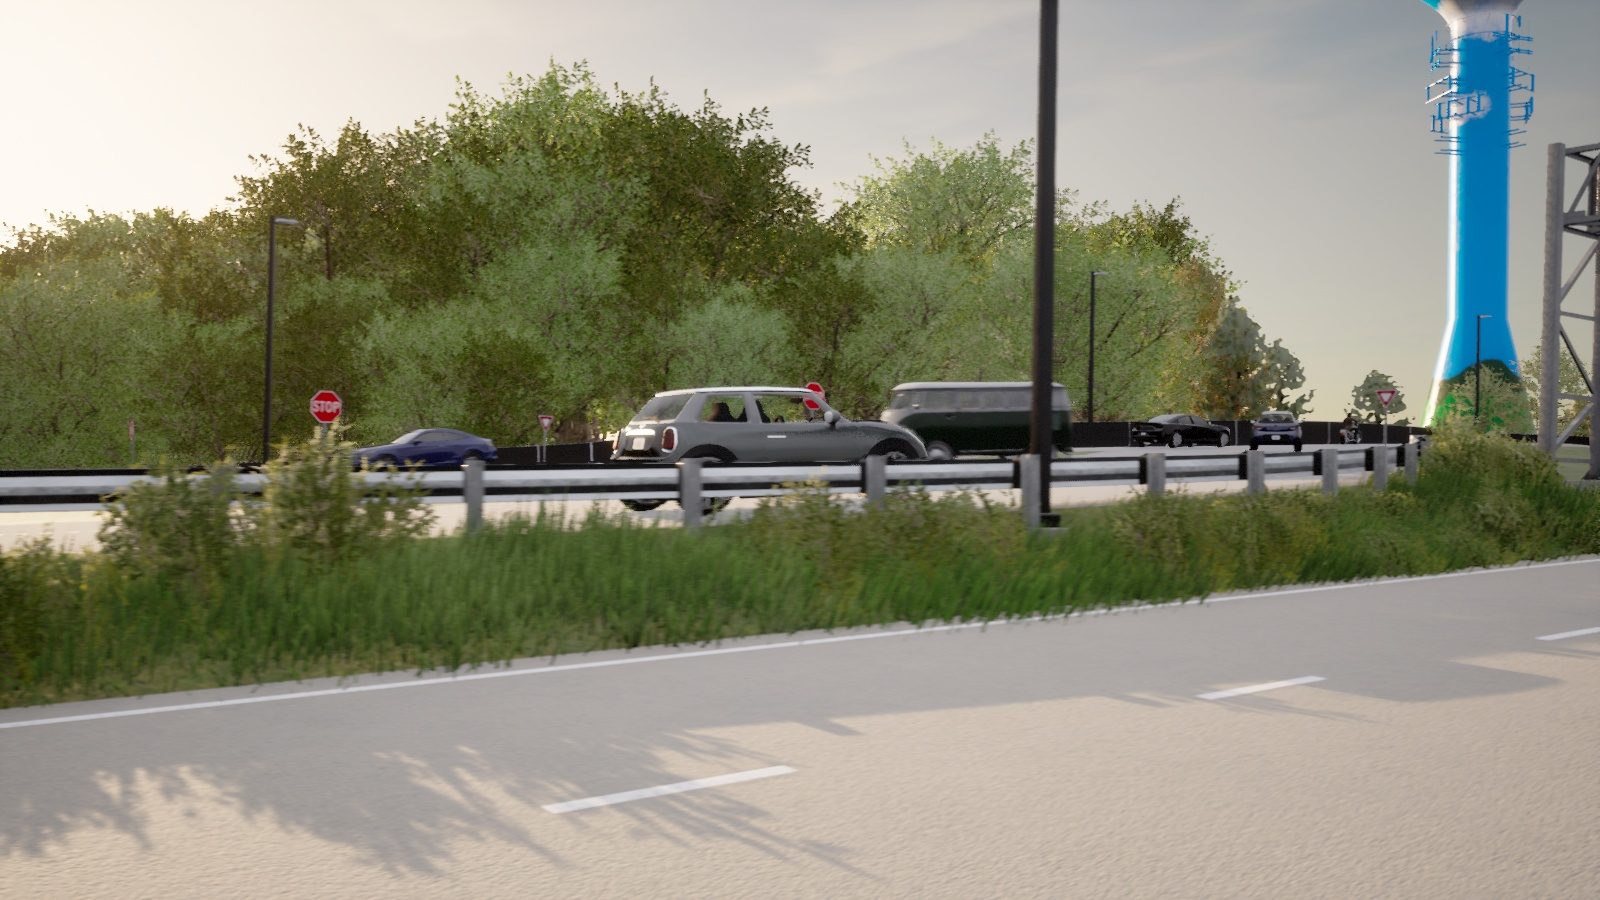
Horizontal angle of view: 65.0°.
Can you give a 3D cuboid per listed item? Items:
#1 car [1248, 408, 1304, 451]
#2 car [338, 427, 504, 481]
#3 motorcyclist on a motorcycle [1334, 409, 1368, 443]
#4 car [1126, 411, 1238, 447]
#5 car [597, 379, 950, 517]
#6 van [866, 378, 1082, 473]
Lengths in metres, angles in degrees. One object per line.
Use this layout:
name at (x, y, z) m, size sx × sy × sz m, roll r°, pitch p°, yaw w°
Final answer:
car at (17.298, -0.742, 45.647) m, size 1.816 × 1.474 × 4.193 m, roll 0°, pitch 1°, yaw 21°
car at (-12.024, 0.104, 40.037) m, size 4.674 × 1.442 × 1.812 m, roll -3°, pitch 2°, yaw -39°
motorcyclist on a motorcycle at (27.202, -1.161, 61.981) m, size 0.766 × 1.649 × 2.350 m, roll 0°, pitch 1°, yaw 43°
car at (16.865, -0.930, 55.351) m, size 5.008 × 1.535 × 1.882 m, roll -1°, pitch 2°, yaw -32°
car at (-0.299, -0.063, 15.330) m, size 3.806 × 1.475 × 1.970 m, roll -2°, pitch 1°, yaw -32°
van at (3.917, -0.558, 28.327) m, size 4.442 × 1.987 × 1.775 m, roll -2°, pitch 1°, yaw -17°
